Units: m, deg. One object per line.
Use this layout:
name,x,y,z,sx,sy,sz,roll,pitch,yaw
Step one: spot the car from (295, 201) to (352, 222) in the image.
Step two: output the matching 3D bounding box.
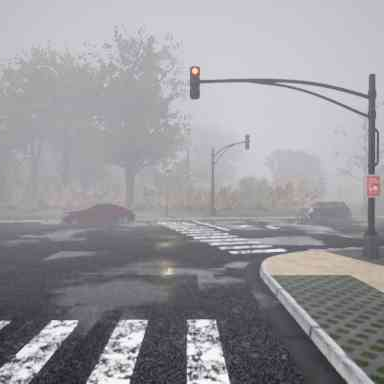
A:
car,10.997,1.520,27.905,4.553,1.767,2.097,1,0,-18

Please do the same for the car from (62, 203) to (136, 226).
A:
car,-6.056,1.431,21.887,4.674,1.442,1.812,1,0,-20
